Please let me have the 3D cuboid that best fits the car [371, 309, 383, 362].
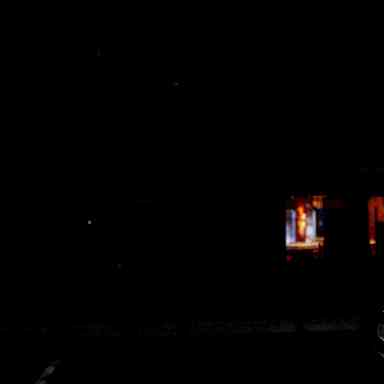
[{"bbox_3d":[4.563,1.645,4.121,4.403,1.369,2.008,0,-2,-4],"label":"car"}]
